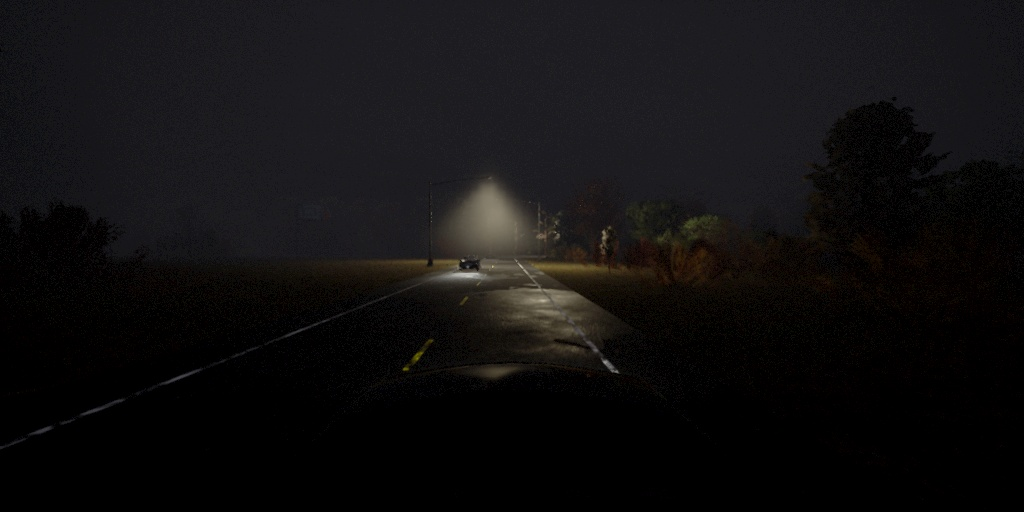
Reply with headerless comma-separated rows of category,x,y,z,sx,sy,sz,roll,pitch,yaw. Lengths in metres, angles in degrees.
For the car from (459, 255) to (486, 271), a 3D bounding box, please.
car,-4.074,0.678,35.256,2.128,1.511,4.902,0,1,-1
